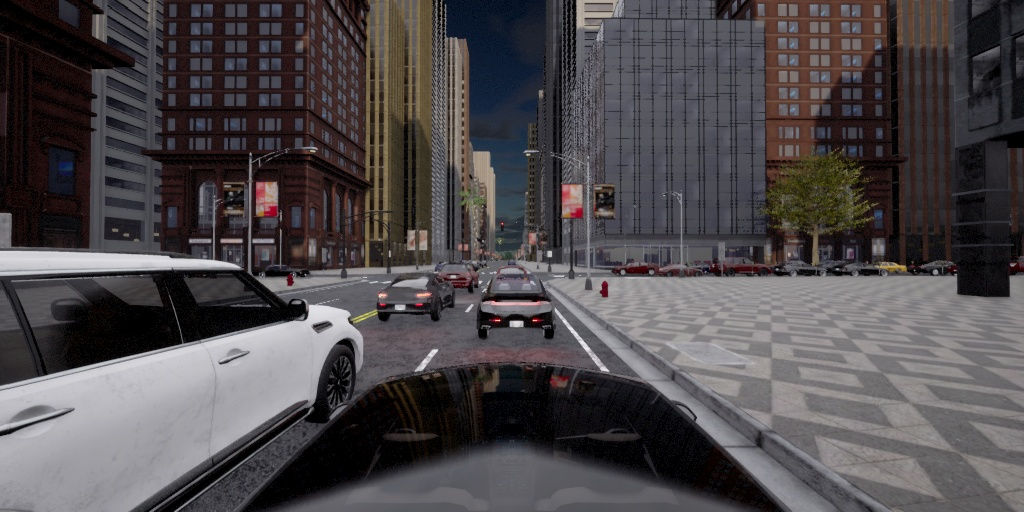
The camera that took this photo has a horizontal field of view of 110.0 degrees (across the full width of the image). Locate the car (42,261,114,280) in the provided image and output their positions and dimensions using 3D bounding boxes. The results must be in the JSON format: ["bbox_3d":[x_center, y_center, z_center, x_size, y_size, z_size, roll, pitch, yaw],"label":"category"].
[{"bbox_3d":[-42.285,1.369,35.003,4.553,1.767,2.097,0,-1,1],"label":"car"}]

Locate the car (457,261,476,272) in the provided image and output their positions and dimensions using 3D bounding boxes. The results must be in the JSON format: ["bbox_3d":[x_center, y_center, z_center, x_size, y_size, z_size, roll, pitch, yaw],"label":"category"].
[{"bbox_3d":[-6.619,1.463,52.227,2.128,1.511,4.902,0,0,0],"label":"car"}]

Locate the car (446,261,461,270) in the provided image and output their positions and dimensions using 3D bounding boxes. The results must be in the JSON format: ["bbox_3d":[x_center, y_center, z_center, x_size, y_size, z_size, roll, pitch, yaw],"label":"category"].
[{"bbox_3d":[-9.852,1.558,60.873,1.812,1.442,4.674,0,0,0],"label":"car"}]

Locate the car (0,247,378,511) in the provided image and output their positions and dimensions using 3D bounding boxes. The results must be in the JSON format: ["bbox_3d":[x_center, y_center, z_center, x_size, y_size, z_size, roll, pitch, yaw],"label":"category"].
[{"bbox_3d":[-3.155,0.972,2.635,2.150,2.045,5.566,0,0,0],"label":"car"}]

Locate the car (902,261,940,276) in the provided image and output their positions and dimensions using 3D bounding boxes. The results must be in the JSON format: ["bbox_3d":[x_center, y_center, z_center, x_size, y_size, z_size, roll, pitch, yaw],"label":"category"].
[{"bbox_3d":[42.839,1.206,36.031,4.892,1.490,1.837,0,-1,-1],"label":"car"}]

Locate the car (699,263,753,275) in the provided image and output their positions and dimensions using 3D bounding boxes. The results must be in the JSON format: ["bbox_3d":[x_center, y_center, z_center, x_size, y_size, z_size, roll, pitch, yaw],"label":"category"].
[{"bbox_3d":[23.168,1.389,38.864,4.718,1.301,1.895,0,-1,-1],"label":"car"}]

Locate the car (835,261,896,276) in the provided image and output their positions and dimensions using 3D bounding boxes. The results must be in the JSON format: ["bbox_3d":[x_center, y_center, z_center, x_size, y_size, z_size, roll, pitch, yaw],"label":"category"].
[{"bbox_3d":[32.215,1.260,33.235,4.313,1.339,1.948,0,0,-1],"label":"car"}]

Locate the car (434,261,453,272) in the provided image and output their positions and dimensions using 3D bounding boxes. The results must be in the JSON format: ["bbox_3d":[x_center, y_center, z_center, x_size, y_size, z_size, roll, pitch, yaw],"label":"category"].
[{"bbox_3d":[-9.859,1.496,51.950,1.812,1.442,4.674,0,0,0],"label":"car"}]

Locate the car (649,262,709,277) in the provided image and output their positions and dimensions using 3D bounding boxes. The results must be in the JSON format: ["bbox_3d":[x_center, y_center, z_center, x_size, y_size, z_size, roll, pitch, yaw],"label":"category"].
[{"bbox_3d":[15.302,1.328,32.966,4.207,1.307,1.802,0,0,-1],"label":"car"}]

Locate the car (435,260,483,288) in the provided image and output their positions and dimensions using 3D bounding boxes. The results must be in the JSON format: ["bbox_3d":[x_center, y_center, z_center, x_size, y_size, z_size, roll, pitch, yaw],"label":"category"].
[{"bbox_3d":[-3.158,1.142,21.394,2.097,1.767,4.553,0,0,0],"label":"car"}]

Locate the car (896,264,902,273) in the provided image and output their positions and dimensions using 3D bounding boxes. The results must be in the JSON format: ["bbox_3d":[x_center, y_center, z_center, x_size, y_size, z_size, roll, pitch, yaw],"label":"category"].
[{"bbox_3d":[43.191,1.296,41.936,4.829,1.417,1.751,0,0,-1],"label":"car"}]

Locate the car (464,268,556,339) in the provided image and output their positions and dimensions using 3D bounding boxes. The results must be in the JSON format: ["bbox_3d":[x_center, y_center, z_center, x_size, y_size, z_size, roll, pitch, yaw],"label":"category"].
[{"bbox_3d":[0.095,1.249,10.103,2.128,1.511,4.902,0,0,0],"label":"car"}]

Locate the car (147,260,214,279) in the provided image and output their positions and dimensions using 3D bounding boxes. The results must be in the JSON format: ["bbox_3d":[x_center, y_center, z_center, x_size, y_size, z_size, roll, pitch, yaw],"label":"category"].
[{"bbox_3d":[-32.232,1.323,34.986,4.553,1.767,2.097,0,-1,0],"label":"car"}]

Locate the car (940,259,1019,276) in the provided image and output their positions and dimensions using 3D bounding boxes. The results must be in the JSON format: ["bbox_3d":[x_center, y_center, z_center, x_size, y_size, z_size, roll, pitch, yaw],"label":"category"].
[{"bbox_3d":[43.491,1.214,33.416,4.507,1.381,1.888,0,0,-1],"label":"car"}]

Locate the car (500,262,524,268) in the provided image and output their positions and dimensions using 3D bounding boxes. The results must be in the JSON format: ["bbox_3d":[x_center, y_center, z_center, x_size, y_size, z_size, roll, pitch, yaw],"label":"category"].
[{"bbox_3d":[-0.008,1.260,19.603,1.882,1.535,5.008,0,0,0],"label":"car"}]

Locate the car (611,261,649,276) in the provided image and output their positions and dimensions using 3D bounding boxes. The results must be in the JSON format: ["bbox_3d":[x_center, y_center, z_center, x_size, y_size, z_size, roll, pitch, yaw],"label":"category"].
[{"bbox_3d":[13.251,1.299,38.719,5.008,1.535,1.882,0,-1,-2],"label":"car"}]

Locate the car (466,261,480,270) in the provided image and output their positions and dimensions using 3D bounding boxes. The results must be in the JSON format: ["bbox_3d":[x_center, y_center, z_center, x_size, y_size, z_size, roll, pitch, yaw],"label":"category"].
[{"bbox_3d":[-6.602,1.561,61.326,1.812,1.442,4.674,0,0,0],"label":"car"}]

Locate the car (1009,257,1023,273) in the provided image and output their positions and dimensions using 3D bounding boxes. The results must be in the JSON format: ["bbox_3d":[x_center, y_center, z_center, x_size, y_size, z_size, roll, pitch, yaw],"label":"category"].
[{"bbox_3d":[49.130,0.973,33.505,5.009,1.841,2.192,0,0,-1],"label":"car"}]

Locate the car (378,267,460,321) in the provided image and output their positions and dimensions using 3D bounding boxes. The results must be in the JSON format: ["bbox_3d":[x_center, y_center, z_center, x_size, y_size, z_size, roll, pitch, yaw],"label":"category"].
[{"bbox_3d":[-3.155,1.288,12.414,1.812,1.442,4.674,0,0,0],"label":"car"}]

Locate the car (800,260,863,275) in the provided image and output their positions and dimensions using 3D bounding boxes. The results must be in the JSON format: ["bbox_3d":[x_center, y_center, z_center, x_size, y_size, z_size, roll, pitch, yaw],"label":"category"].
[{"bbox_3d":[34.706,1.249,39.038,4.902,1.511,2.128,0,-1,-1],"label":"car"}]

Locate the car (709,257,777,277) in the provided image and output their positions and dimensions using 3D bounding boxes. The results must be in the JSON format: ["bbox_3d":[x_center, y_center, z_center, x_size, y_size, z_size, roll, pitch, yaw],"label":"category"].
[{"bbox_3d":[20.941,1.041,33.056,5.009,1.841,2.192,0,0,-1],"label":"car"}]

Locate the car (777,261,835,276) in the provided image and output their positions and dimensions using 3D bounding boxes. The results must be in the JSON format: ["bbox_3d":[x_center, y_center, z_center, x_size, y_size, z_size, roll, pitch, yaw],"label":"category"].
[{"bbox_3d":[26.578,1.276,33.145,4.313,1.339,1.948,0,0,-1],"label":"car"}]

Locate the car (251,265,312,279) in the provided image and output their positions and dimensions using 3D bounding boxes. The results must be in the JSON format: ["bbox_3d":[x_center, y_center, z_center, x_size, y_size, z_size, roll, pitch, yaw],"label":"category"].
[{"bbox_3d":[-22.414,1.527,34.978,4.718,1.301,1.895,0,-1,-3],"label":"car"}]
